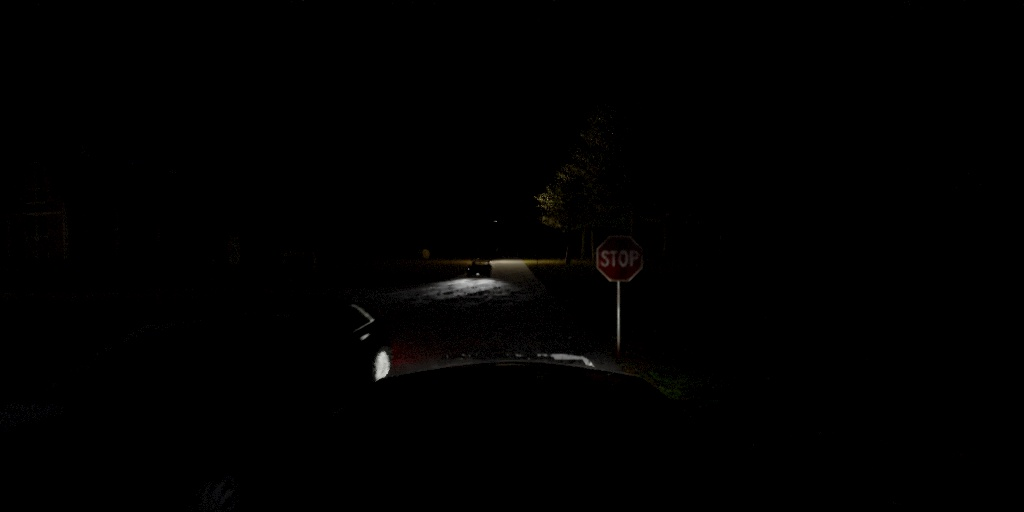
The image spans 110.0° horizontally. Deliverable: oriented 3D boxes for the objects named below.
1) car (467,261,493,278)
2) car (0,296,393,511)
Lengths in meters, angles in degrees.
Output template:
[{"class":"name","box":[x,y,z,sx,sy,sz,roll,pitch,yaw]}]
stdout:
[{"class":"car","box":[-2.649,1.068,30.057,1.895,1.301,4.718,0,1,0]},{"class":"car","box":[-2.742,1.260,3.663,1.837,1.490,4.892,0,1,0]}]
